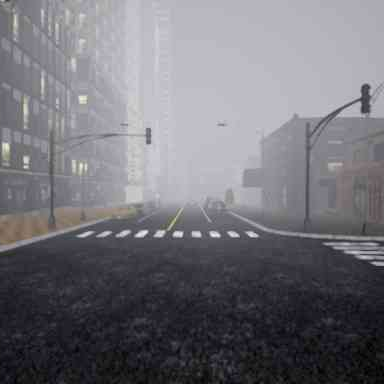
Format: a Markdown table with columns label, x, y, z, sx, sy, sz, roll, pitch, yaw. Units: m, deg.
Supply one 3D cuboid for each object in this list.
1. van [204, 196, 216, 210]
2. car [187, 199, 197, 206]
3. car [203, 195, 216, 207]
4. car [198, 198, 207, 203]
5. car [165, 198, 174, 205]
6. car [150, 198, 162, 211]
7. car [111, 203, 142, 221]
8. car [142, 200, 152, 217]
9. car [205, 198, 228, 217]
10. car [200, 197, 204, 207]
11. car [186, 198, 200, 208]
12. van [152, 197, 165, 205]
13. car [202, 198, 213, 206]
| label | x | y | z | sx | sy | sz | roll | pitch | yaw |
| --- | --- | --- | --- | --- | --- | --- | --- | --- | --- |
| van | 2.668 | 1.626 | 40.442 | 1.690 | 1.788 | 3.998 | -1 | 0 | 0 |
| car | -0.012 | 2.068 | 66.168 | 1.895 | 1.301 | 4.718 | 0 | 0 | 0 |
| car | 3.095 | 1.656 | 60.736 | 2.150 | 2.045 | 5.566 | 0 | 0 | 0 |
| car | 2.664 | 2.172 | 85.592 | 1.947 | 1.339 | 4.313 | -1 | 0 | 0 |
| car | -5.682 | 2.049 | 74.188 | 1.752 | 1.417 | 4.829 | -1 | 0 | 0 |
| car | -5.676 | 1.890 | 46.138 | 1.947 | 1.339 | 4.313 | -1 | 0 | 0 |
| car | -5.844 | 1.729 | 29.036 | 1.752 | 1.417 | 4.829 | -1 | 0 | 0 |
| car | -5.674 | 1.811 | 34.849 | 1.947 | 1.339 | 4.313 | -1 | 0 | 0 |
| car | 2.671 | 1.685 | 34.797 | 1.967 | 1.590 | 4.097 | -1 | 0 | 0 |
| car | 2.667 | 1.640 | 46.086 | 2.192 | 1.841 | 5.009 | -1 | 0 | 0 |
| car | -0.010 | 1.893 | 56.976 | 2.128 | 1.511 | 4.902 | 0 | 0 | 0 |
| van | -5.681 | 1.705 | 51.783 | 1.690 | 1.788 | 3.998 | -1 | 0 | 0 |
| car | 3.134 | 1.981 | 67.705 | 1.837 | 1.490 | 4.892 | 0 | 0 | 0 |
